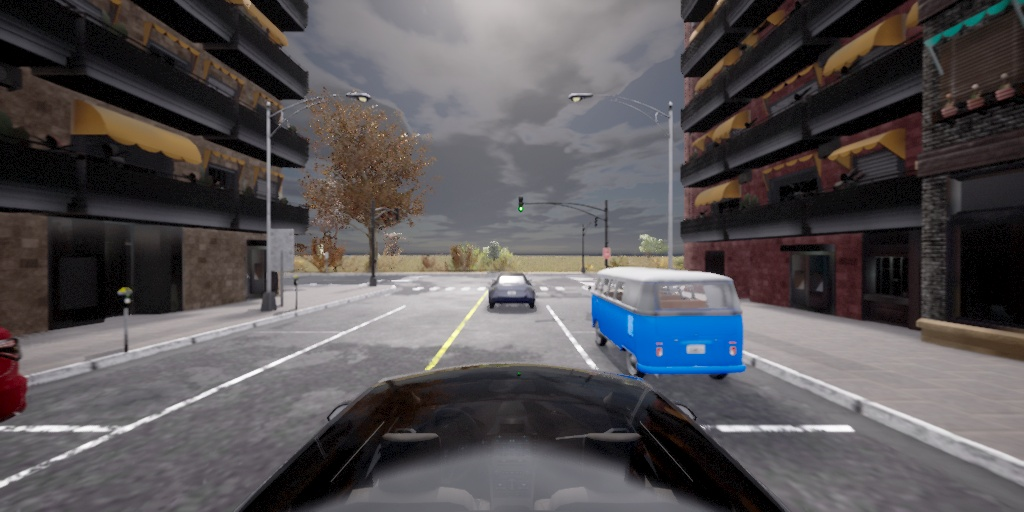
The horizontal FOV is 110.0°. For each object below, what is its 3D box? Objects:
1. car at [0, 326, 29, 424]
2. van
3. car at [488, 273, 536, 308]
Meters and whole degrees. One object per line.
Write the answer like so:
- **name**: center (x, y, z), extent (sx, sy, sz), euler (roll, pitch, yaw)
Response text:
- **car**: center (-5.691, 1.061, 1.349), extent (2.192, 1.841, 5.009), euler (0, 0, 0)
- **van**: center (2.686, 1.139, 7.067), extent (1.690, 1.789, 3.998), euler (0, 0, 0)
- **car**: center (-0.003, 1.444, 16.126), extent (1.994, 1.385, 4.181), euler (0, 0, 0)
